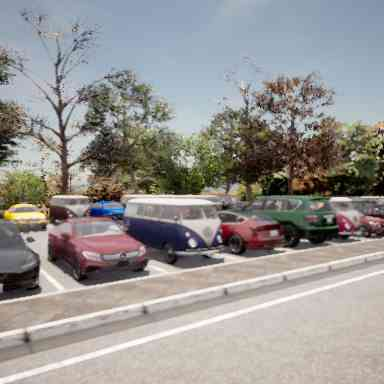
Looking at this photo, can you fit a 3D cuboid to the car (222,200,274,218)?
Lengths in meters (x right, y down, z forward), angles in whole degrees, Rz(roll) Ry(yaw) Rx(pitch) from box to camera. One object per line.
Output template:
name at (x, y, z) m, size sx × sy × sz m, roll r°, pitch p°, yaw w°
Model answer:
car at (5.286, 1.560, 32.064) m, size 2.097 × 1.535 × 5.008 m, roll 1°, pitch 0°, yaw -35°

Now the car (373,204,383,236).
car at (8.247, 1.537, 18.123) m, size 2.002 × 1.452 × 4.674 m, roll 1°, pitch 0°, yaw -35°

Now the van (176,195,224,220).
van at (0.604, 1.270, 28.877) m, size 1.878 × 1.987 × 4.442 m, roll 1°, pitch 0°, yaw -35°

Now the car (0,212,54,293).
car at (-5.283, 1.502, 8.441) m, size 2.163 × 1.488 × 4.792 m, roll 0°, pitch 0°, yaw -36°

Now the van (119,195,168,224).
van at (-3.779, 1.208, 25.468) m, size 1.878 × 1.987 × 4.442 m, roll 0°, pitch 0°, yaw -35°

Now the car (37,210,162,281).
car at (-3.040, 1.499, 10.080) m, size 2.002 × 1.452 × 4.674 m, roll 0°, pitch 0°, yaw -35°

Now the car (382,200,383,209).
car at (32.335, 1.973, 51.380) m, size 2.163 × 1.488 × 4.792 m, roll 1°, pitch -1°, yaw -35°

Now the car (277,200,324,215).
car at (11.947, 1.692, 36.820) m, size 2.002 × 1.452 × 4.674 m, roll 1°, pitch 0°, yaw -35°

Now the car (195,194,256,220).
car at (2.945, 1.276, 30.367) m, size 2.435 × 2.045 × 5.566 m, roll 1°, pitch 0°, yaw -35°

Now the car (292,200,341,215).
car at (14.310, 1.685, 38.494) m, size 2.097 × 1.535 × 5.008 m, roll 1°, pitch 0°, yaw -35°

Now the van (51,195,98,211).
van at (-8.169, 1.218, 22.339) m, size 1.878 × 1.987 × 4.442 m, roll 0°, pitch 0°, yaw -35°

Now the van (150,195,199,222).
van at (-1.550, 1.240, 27.342) m, size 1.878 × 1.987 × 4.442 m, roll 1°, pitch 0°, yaw -35°

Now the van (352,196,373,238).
van at (6.058, 1.239, 16.417) m, size 1.878 × 1.987 × 4.442 m, roll 1°, pitch 0°, yaw -35°

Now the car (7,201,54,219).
car at (-10.384, 1.454, 20.678) m, size 1.946 × 1.575 × 5.366 m, roll 0°, pitch 0°, yaw -36°

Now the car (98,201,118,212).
car at (-5.983, 1.431, 24.046) m, size 2.097 × 1.535 × 5.008 m, roll 0°, pitch 0°, yaw -35°

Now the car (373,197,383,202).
car at (12.790, 1.433, 21.318) m, size 2.185 × 1.767 × 4.553 m, roll 1°, pitch 0°, yaw -35°

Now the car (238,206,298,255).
car at (1.471, 1.462, 13.327) m, size 2.163 × 1.488 × 4.792 m, roll 0°, pitch 0°, yaw -35°

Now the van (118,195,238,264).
van at (-0.711, 1.220, 11.593) m, size 1.878 × 1.987 × 4.442 m, roll 0°, pitch 0°, yaw -35°

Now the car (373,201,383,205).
car at (10.513, 1.528, 19.727) m, size 2.097 × 1.535 × 5.008 m, roll 1°, pitch 0°, yaw -35°

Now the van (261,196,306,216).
van at (9.627, 1.395, 35.307) m, size 1.878 × 1.987 × 4.442 m, roll 1°, pitch 0°, yaw -35°

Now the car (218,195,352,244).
car at (3.714, 1.183, 14.924) m, size 2.435 × 2.045 × 5.566 m, roll 1°, pitch 0°, yaw -35°

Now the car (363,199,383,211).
car at (27.839, 1.872, 48.147) m, size 2.097 × 1.535 × 5.008 m, roll 1°, pitch 0°, yaw -35°

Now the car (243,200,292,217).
car at (7.541, 1.631, 33.674) m, size 2.002 × 1.452 × 4.674 m, roll 1°, pitch 0°, yaw -35°
